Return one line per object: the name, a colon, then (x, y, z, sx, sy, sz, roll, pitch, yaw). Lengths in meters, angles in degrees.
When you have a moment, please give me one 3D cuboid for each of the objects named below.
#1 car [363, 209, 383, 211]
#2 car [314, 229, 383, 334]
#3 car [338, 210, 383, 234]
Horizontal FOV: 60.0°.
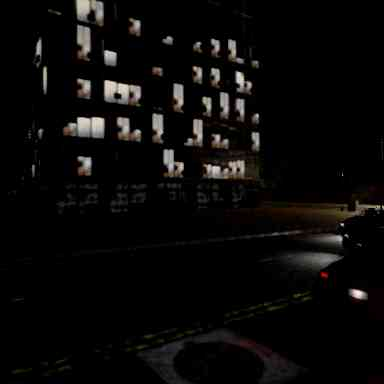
car: (10.774, 1.714, 19.341, 5.357, 1.411, 2.033, 1, 0, -35)
car: (4.295, 1.626, 6.500, 4.181, 1.385, 1.994, 1, 0, -35)
car: (7.938, 1.645, 13.332, 4.674, 1.442, 1.812, 1, 0, -35)
